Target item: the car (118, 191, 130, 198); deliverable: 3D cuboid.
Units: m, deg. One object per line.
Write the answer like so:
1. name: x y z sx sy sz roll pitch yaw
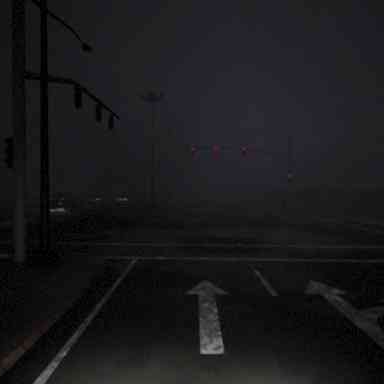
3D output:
1. car: -15.069 0.622 73.582 2.128 1.511 4.902 0 1 0

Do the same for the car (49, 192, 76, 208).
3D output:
1. car: -15.073 0.830 38.236 2.097 1.767 4.553 0 0 0
